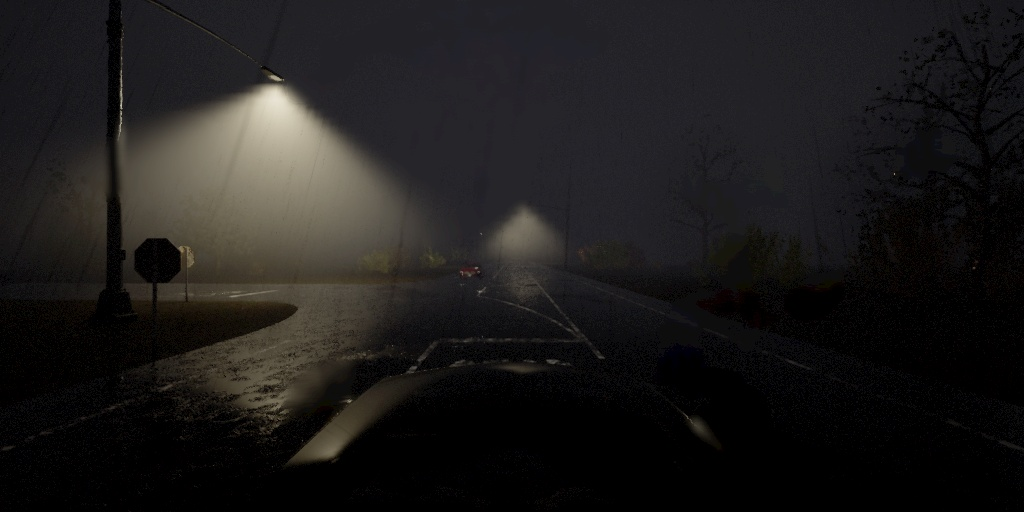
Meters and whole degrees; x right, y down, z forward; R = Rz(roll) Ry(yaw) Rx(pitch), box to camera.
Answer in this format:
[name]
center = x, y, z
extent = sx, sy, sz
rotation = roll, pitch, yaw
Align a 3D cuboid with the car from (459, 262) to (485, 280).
[car]
center = -3.410, 1.273, 31.233
extent = 1.812, 1.442, 4.674
rotation = 0, 0, 0
